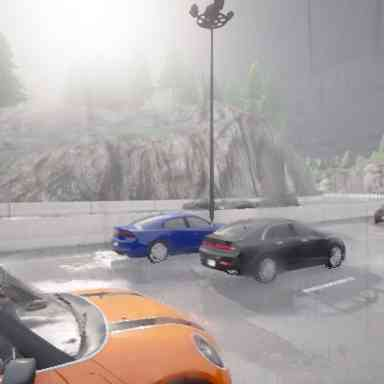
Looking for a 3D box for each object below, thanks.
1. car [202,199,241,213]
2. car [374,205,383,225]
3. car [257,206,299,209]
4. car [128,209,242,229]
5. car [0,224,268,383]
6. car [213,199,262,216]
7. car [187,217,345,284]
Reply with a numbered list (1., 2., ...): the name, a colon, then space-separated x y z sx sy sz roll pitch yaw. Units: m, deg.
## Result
1. car: 3.372 1.560 37.096 4.181 1.385 1.994 0 0 -41
2. car: 14.314 1.522 23.180 4.674 1.442 1.812 0 0 -40
3. car: 8.043 1.217 31.845 5.566 2.045 2.150 0 0 -41
4. car: -0.370 1.476 11.861 5.008 1.535 1.882 0 0 -34
5. car: -1.864 1.352 2.477 4.553 1.767 2.097 0 0 -32
6. car: 4.629 1.488 33.569 4.902 1.511 2.128 0 0 -40
7. car: 2.460 1.503 9.574 4.892 1.490 1.837 0 0 -35
